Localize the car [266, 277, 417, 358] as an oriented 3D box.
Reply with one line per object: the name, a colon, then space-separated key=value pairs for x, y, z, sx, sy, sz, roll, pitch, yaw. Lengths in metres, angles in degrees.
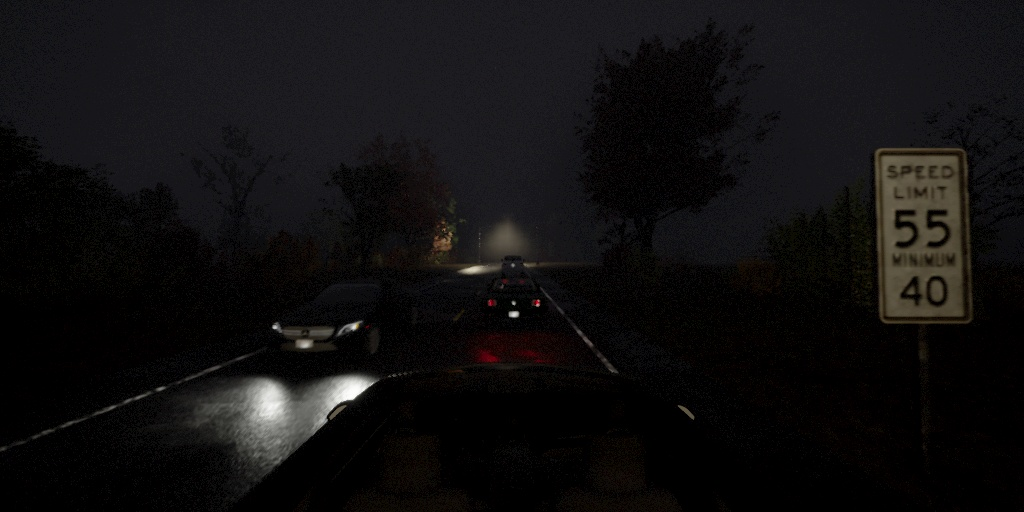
car: x=-3.583 y=1.254 z=8.531 sx=1.812 sy=1.442 sz=4.674 roll=0 pitch=0 yaw=0

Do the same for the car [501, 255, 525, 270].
car: x=0.097 y=0.905 z=35.574 sx=2.150 sy=2.045 sz=5.566 roll=0 pitch=0 yaw=0

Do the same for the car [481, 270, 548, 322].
car: x=0.069 y=1.319 z=12.118 sx=1.895 sy=1.301 sz=4.718 roll=0 pitch=0 yaw=0
